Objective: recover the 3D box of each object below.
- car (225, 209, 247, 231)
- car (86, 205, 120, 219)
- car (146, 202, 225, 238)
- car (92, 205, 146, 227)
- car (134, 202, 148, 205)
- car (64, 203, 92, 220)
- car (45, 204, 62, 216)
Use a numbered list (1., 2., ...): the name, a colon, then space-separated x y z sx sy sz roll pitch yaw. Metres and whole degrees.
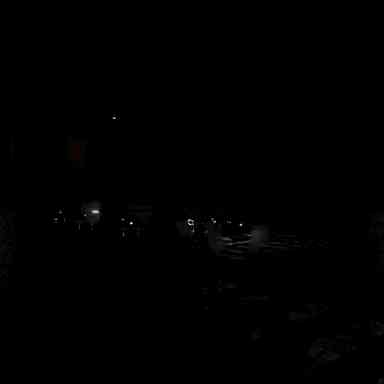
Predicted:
1. car: 1.567 1.802 22.231 1.837 1.490 4.892 0 -1 -36
2. car: -10.479 2.232 38.764 2.033 1.411 5.357 0 -1 -36
3. car: -0.535 1.638 19.597 2.097 1.767 4.553 0 -1 -36
4. car: -6.111 2.010 27.252 2.033 1.411 5.357 0 -1 -35
5. car: -6.985 2.088 45.330 2.097 1.767 4.553 0 -1 -36
6. car: -11.945 2.216 35.266 1.994 1.385 4.181 0 -1 -35
7. car: -17.771 2.333 43.307 2.128 1.511 4.902 0 -1 -36
